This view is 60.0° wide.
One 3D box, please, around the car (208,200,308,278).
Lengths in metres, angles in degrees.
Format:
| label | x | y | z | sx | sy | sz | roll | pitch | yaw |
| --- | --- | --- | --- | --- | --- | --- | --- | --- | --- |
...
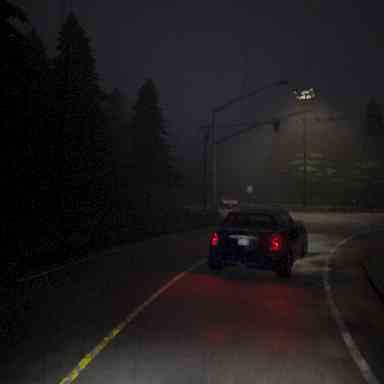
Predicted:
| label | x | y | z | sx | sy | sz | roll | pitch | yaw |
| --- | --- | --- | --- | --- | --- | --- | --- | --- | --- |
| car | 2.208 | 1.247 | 10.195 | 2.097 | 1.767 | 4.553 | 1 | 1 | 26 |

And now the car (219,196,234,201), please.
| label | x | y | z | sx | sy | sz | roll | pitch | yaw |
| --- | --- | --- | --- | --- | --- | --- | --- | --- | --- |
| car | 4.051 | 1.196 | 40.616 | 1.895 | 1.301 | 4.718 | 0 | 1 | -8 |
